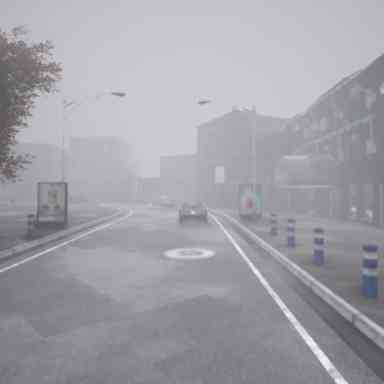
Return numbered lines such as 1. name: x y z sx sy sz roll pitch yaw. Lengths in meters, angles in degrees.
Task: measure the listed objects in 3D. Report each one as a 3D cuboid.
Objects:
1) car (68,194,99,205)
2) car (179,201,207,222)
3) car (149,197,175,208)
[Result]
1. car: -15.452 1.069 47.473 4.902 1.511 2.128 0 -1 25
2. car: 0.050 1.332 24.162 1.994 1.385 4.181 0 0 -1
3. car: -3.747 1.252 41.175 1.994 1.385 4.181 1 0 -29
